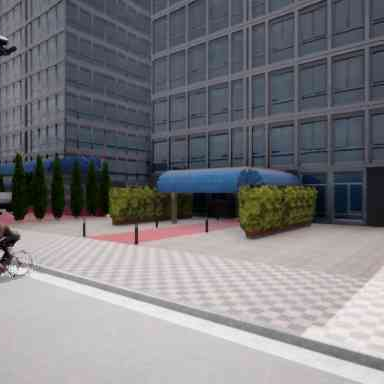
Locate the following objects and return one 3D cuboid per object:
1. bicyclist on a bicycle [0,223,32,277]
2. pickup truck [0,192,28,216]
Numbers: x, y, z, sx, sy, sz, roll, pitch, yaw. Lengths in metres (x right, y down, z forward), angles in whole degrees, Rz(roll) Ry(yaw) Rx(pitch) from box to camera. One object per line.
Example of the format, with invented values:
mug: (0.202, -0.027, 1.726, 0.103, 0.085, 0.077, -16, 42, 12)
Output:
bicyclist on a bicycle: (-4.821, 1.426, 8.341, 0.582, 1.620, 1.656, 0, 1, 38)
pickup truck: (-15.317, 1.054, 27.938, 2.390, 2.098, 6.274, 0, 0, -22)
